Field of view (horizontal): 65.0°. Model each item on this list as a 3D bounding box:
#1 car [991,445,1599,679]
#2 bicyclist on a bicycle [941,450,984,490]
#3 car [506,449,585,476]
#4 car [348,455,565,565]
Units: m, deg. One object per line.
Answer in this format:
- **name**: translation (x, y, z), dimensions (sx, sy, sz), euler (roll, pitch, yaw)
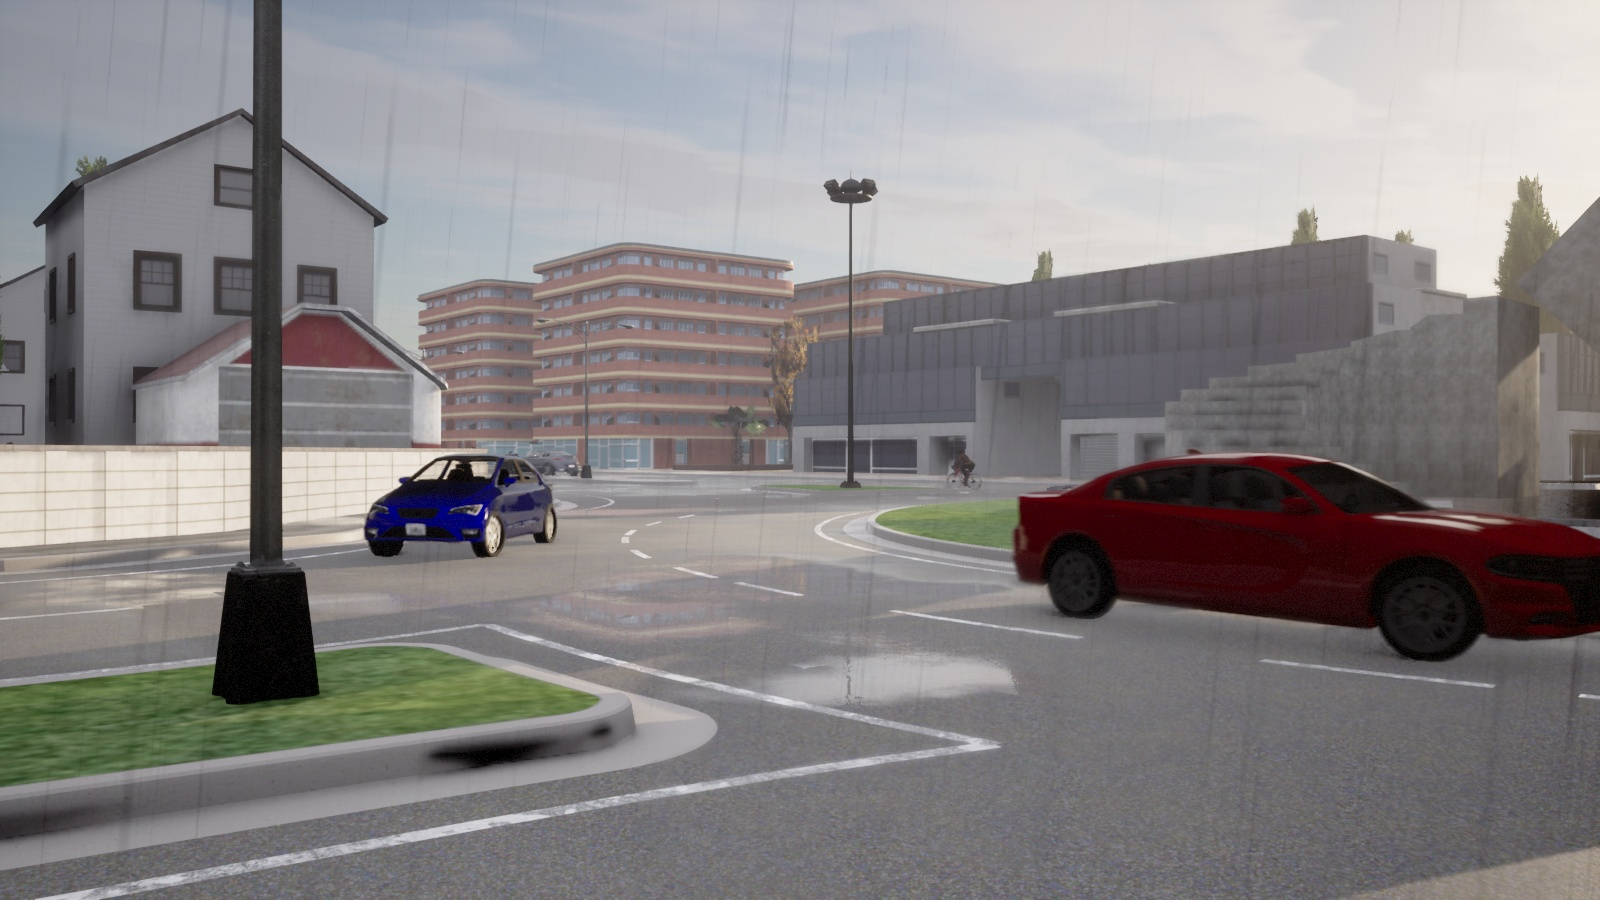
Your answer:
- **car**: translation (4.180, 0.740, 10.761), dimensions (1.882, 1.535, 5.008), euler (0, 0, -40)
- **bicyclist on a bicycle**: translation (6.666, 0.809, 51.552), dimensions (1.656, 1.620, 0.582), euler (-1, -1, 40)
- **car**: translation (-15.917, 0.748, 78.395), dimensions (5.027, 1.651, 2.152), euler (0, 0, 41)
- **car**: translation (-5.052, 0.816, 19.091), dimensions (1.816, 1.474, 4.193), euler (0, 0, 5)
